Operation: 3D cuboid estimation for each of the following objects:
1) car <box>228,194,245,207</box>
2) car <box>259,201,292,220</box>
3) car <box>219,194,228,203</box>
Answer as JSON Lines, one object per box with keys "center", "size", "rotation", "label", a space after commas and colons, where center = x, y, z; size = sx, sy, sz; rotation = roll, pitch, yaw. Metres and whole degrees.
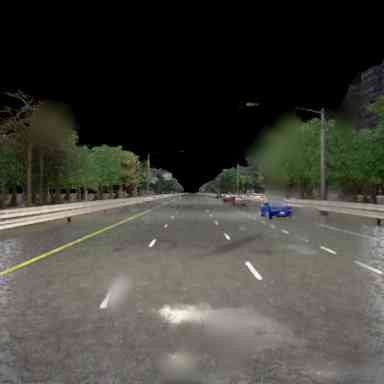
{"center": [7.125, 1.528, 51.648], "size": [1.812, 1.442, 4.674], "rotation": [0, 0, 0], "label": "car"}
{"center": [7.053, 1.497, 28.374], "size": [1.882, 1.535, 5.008], "rotation": [0, 0, 0], "label": "car"}
{"center": [7.175, 1.479, 67.662], "size": [1.882, 1.535, 5.008], "rotation": [0, 0, 0], "label": "car"}
